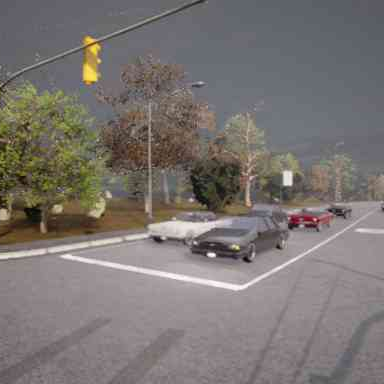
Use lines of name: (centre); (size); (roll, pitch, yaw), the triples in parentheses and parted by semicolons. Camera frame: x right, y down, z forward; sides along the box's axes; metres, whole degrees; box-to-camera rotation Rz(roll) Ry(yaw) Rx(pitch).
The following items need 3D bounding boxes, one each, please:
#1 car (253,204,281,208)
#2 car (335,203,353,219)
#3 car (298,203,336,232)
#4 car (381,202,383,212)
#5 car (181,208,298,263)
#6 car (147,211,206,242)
car: (5.256, 1.560, 23.813); (2.033, 1.411, 5.357); (0, 0, 32)
car: (12.840, 1.627, 29.256); (1.895, 1.301, 4.718); (0, 0, 32)
car: (7.306, 1.609, 20.520); (1.895, 1.301, 4.718); (0, 0, 32)
car: (23.646, 1.688, 39.519); (1.895, 1.301, 4.718); (0, 0, 32)
car: (2.064, 1.554, 12.492); (2.033, 1.411, 5.357); (0, 0, 34)
car: (0.005, 1.611, 15.719); (1.895, 1.301, 4.718); (0, 0, 33)
